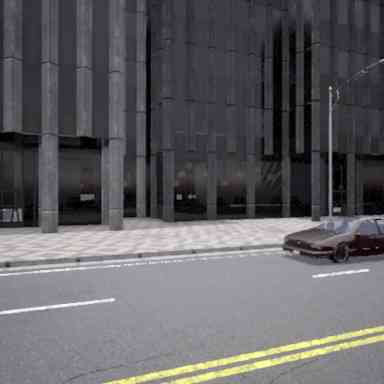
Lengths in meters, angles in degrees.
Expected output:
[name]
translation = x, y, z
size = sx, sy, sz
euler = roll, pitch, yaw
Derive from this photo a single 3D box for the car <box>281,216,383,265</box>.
[car]
translation = 5.870, 1.574, 11.809
size = 5.357, 1.411, 2.033
euler = 0, 0, -22
